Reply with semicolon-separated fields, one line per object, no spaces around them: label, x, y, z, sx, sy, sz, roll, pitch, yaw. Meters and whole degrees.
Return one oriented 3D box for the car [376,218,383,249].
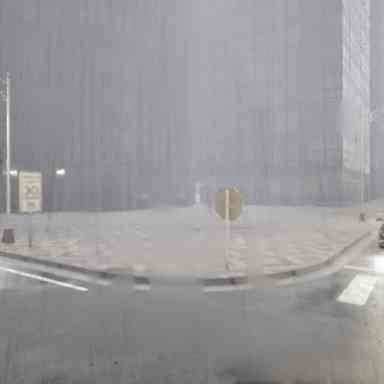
car;8.750;1.416;13.385;1.837;1.490;4.892;0;1;36
